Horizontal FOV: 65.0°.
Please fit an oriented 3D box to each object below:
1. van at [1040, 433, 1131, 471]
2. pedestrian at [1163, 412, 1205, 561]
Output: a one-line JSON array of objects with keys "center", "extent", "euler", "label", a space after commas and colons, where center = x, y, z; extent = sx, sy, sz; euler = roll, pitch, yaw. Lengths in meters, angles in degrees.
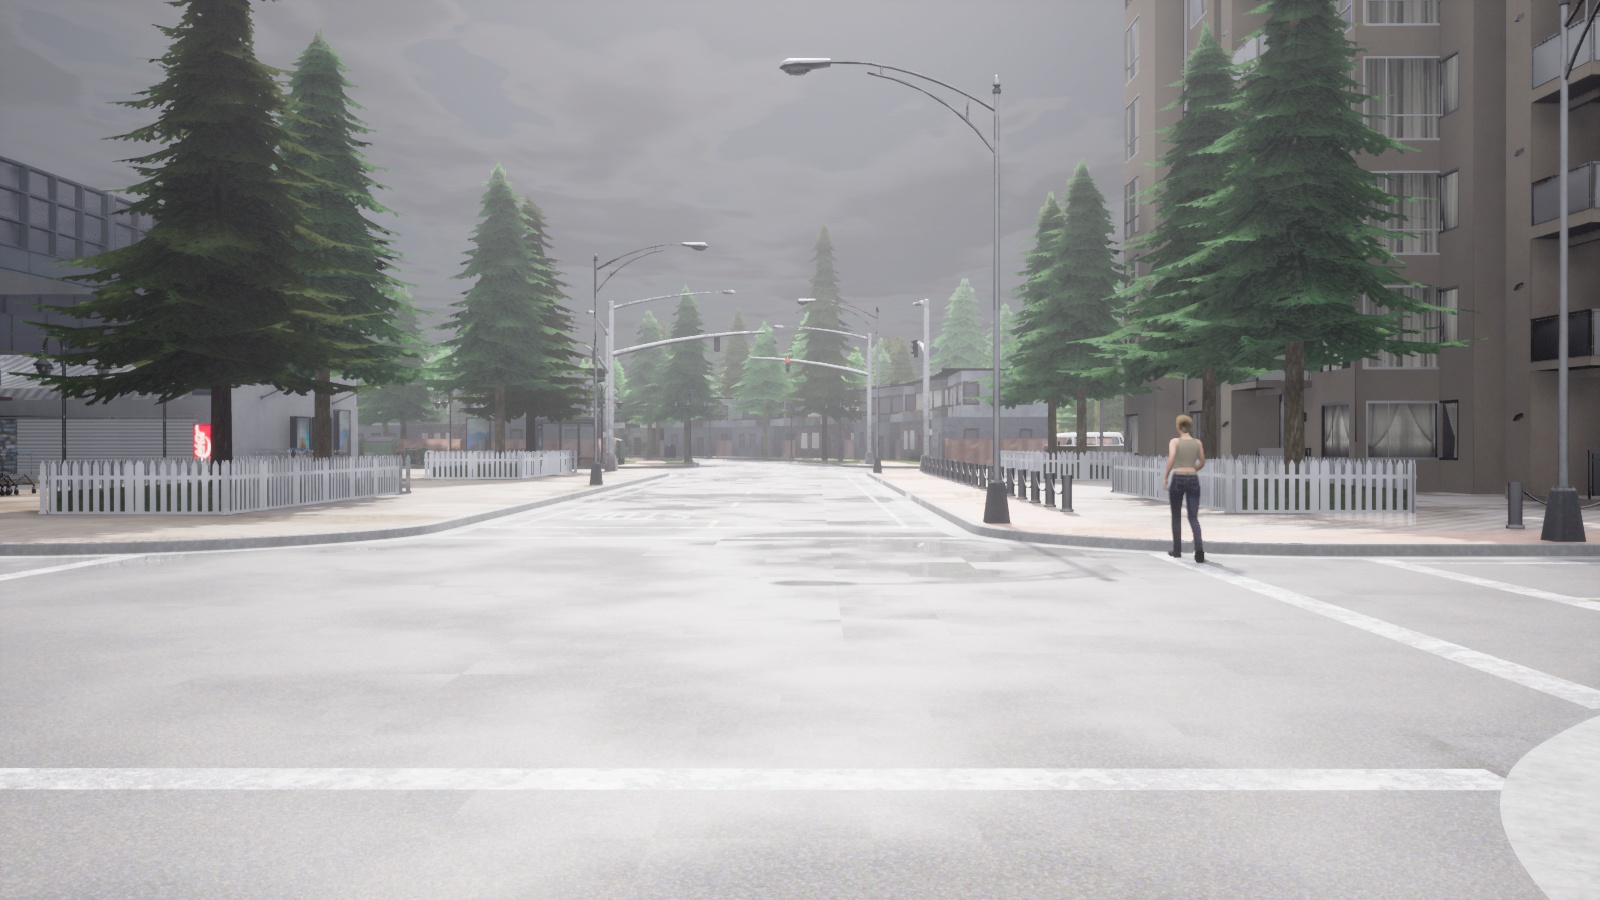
[{"center": [15.395, 0.083, 67.944], "extent": [4.480, 2.038, 2.069], "euler": [0, 0, 2], "label": "van"}, {"center": [4.830, 0.446, 15.806], "extent": [0.345, 1.836, 0.594], "euler": [0, 0, 1], "label": "pedestrian"}]
